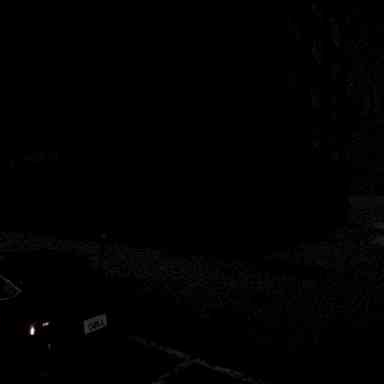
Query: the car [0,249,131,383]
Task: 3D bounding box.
[{"bbox_3d":[-2.815,1.566,5.076,4.313,1.339,1.947,0,0,35],"label":"car"}]
